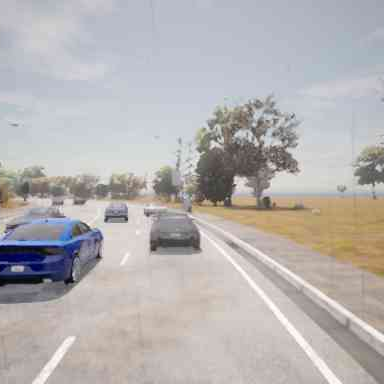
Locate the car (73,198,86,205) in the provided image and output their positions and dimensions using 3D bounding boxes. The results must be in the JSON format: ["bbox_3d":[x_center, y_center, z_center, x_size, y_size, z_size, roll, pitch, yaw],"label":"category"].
[{"bbox_3d":[-19.741,1.645,58.495,1.895,1.301,4.718,0,0,-23],"label":"car"}]

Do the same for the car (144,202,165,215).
[{"bbox_3d":[-3.620,1.623,32.107,1.895,1.301,4.718,0,0,-12],"label":"car"}]

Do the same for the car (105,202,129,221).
[{"bbox_3d":[-6.220,1.570,27.562,2.033,1.411,5.357,0,0,-11],"label":"car"}]

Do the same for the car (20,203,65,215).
[{"bbox_3d":[-8.473,1.570,18.574,2.033,1.411,5.357,0,0,-8],"label":"car"}]

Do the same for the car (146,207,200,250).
[{"bbox_3d":[-0.792,1.572,14.341,1.994,1.385,4.181,0,0,-6],"label":"car"}]

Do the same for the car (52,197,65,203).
[{"bbox_3d":[-22.012,1.566,54.821,1.812,1.442,4.674,0,0,-22],"label":"car"}]

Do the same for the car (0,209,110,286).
[{"bbox_3d":[-3.876,1.490,9.566,1.882,1.535,5.008,0,0,-4],"label":"car"}]
